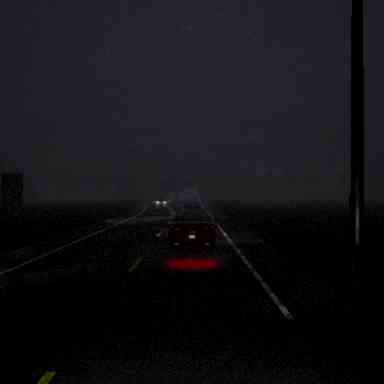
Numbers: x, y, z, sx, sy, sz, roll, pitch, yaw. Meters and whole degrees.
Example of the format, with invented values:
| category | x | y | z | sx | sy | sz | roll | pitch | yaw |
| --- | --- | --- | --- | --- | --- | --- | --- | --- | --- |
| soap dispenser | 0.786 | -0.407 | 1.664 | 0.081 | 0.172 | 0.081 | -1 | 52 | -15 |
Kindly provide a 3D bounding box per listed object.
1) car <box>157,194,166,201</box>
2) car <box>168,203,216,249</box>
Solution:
| category | x | y | z | sx | sy | sz | roll | pitch | yaw |
| --- | --- | --- | --- | --- | --- | --- | --- | --- | --- |
| car | -7.001 | 1.338 | 76.580 | 1.837 | 1.490 | 4.892 | 0 | 1 | 0 |
| car | 0.000 | 1.487 | 14.650 | 1.882 | 1.535 | 5.008 | 0 | 0 | 0 |
